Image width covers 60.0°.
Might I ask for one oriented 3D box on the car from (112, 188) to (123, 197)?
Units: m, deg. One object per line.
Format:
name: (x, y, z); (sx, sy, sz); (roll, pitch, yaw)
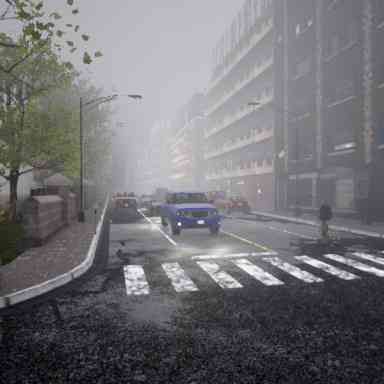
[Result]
car: (-16.562, -0.002, 73.803); (2.192, 1.841, 5.009); (1, 1, -14)

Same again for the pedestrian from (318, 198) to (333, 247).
pedestrian: (4.942, 1.083, 12.352); (0.375, 1.860, 0.375); (1, 0, -14)

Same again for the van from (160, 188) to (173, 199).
van: (-4.527, 0.268, 59.665); (1.690, 1.788, 3.998); (1, 1, -14)

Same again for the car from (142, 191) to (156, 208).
car: (-4.851, 0.908, 36.308); (2.033, 1.411, 5.357); (0, 1, -14)

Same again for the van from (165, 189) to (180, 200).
van: (-3.231, 0.365, 54.298); (1.690, 1.788, 3.998); (1, 1, -14)

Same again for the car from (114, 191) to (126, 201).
car: (-11.339, 0.602, 52.168); (1.752, 1.417, 4.829); (1, 1, -14)

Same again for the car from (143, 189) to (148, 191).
car: (-7.165, 0.460, 59.470); (1.812, 1.442, 4.674); (0, 1, -14)

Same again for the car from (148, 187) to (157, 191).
car: (-4.733, 0.339, 49.417); (2.150, 2.045, 5.566); (0, 1, -13)

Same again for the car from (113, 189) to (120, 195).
car: (-20.457, -0.044, 89.911); (1.947, 1.339, 4.313); (1, 1, -14)

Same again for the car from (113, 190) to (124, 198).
car: (-13.973, 0.429, 63.070); (2.008, 1.369, 4.403); (1, 1, -14)

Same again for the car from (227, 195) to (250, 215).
car: (3.252, 0.952, 27.457); (1.967, 1.590, 4.097); (1, 1, -14)

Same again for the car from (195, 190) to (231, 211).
car: (1.957, 0.730, 32.823); (2.192, 1.841, 5.009); (1, 1, -14)

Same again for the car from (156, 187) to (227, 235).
car: (-0.261, 0.928, 17.278); (2.150, 2.045, 5.566); (0, 1, -14)

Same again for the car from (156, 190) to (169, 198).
car: (-5.866, 0.352, 65.201); (1.752, 1.417, 4.829); (1, 1, -14)

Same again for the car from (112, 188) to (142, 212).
car: (-6.188, 0.779, 30.857); (2.192, 1.841, 5.009); (1, 1, -14)

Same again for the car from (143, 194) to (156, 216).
car: (-2.508, 1.101, 26.590); (1.994, 1.385, 4.181); (0, 1, -14)

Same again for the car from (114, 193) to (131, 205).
car: (-8.786, 0.834, 41.598); (1.947, 1.339, 4.313); (1, 1, -14)

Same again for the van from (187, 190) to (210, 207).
van: (0.660, 0.658, 38.192); (1.690, 1.788, 3.998); (1, 1, -14)
